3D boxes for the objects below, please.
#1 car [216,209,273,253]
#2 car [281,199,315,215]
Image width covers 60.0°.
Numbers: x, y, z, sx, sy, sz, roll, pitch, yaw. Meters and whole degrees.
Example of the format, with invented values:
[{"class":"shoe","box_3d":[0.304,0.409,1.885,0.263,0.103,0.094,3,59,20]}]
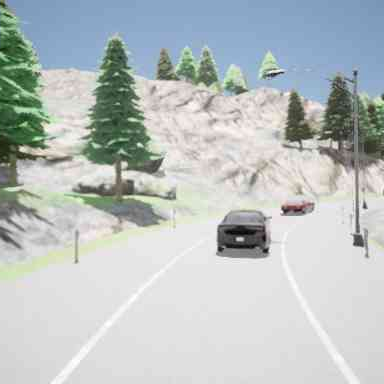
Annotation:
[{"class":"car","box_3d":[2.259,1.433,13.743,1.882,1.535,5.008,-1,1,15]},{"class":"car","box_3d":[9.563,1.244,29.702,1.895,1.301,4.718,-1,1,33]}]
